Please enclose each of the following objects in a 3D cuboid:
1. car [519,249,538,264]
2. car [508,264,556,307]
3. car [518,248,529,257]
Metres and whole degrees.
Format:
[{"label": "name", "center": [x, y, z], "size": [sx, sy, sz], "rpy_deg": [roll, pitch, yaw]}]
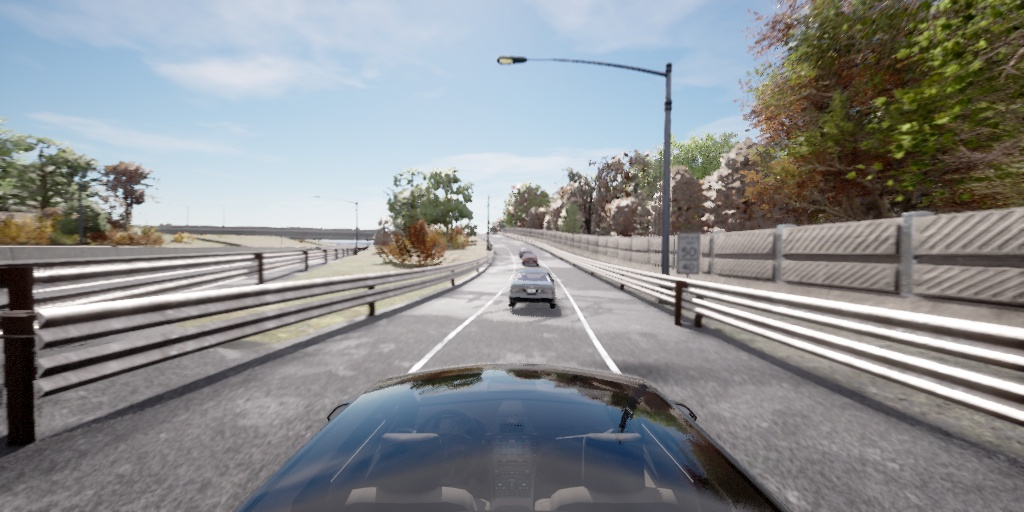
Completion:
[{"label": "car", "center": [2.069, 0.342, 42.246], "size": [1.812, 1.442, 4.674], "rpy_deg": [1, 3, -1]}, {"label": "car", "center": [0.902, 1.283, 15.406], "size": [2.033, 1.411, 5.357], "rpy_deg": [1, 1, 5]}, {"label": "car", "center": [1.922, -0.453, 53.088], "size": [2.128, 1.511, 4.902], "rpy_deg": [1, 5, -2]}]
